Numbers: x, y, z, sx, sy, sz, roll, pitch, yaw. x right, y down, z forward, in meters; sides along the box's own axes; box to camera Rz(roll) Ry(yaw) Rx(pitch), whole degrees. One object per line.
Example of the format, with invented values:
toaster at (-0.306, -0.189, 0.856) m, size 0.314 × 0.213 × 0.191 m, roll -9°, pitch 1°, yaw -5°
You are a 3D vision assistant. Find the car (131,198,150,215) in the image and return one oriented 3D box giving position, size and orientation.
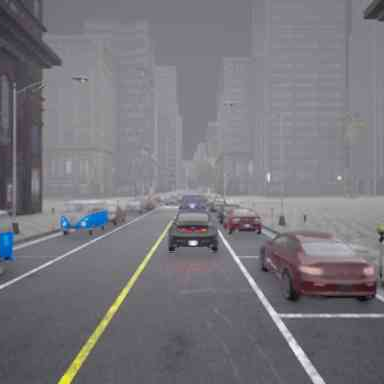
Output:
car at (-5.779, 1.570, 34.066) m, size 1.802 × 1.307 × 4.206 m, roll 0°, pitch 0°, yaw 0°

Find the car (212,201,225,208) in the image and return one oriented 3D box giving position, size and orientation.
car at (2.751, 1.558, 24.230) m, size 1.947 × 1.339 × 4.313 m, roll 0°, pitch 0°, yaw 0°

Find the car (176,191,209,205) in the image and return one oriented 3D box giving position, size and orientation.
car at (0.051, 1.214, 28.152) m, size 2.150 × 2.045 × 5.566 m, roll 0°, pitch 0°, yaw 0°

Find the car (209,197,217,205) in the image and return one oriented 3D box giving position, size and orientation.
car at (2.746, 1.553, 35.029) m, size 1.947 × 1.339 × 4.313 m, roll 0°, pitch 0°, yaw 0°

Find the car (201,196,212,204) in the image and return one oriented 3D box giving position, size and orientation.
car at (2.734, 1.489, 63.996) m, size 1.947 × 1.339 × 4.313 m, roll 0°, pitch 0°, yaw 0°

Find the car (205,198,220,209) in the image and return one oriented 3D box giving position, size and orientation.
car at (2.742, 1.556, 45.828) m, size 1.802 × 1.307 × 4.206 m, roll 0°, pitch 0°, yaw 0°

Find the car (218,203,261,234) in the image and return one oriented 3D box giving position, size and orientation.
car at (2.754, 1.539, 18.830) m, size 1.887 × 1.381 × 4.507 m, roll 0°, pitch 0°, yaw 0°

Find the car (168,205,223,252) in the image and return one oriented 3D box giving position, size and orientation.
car at (0.060, 1.499, 13.752) m, size 1.837 × 1.490 × 4.892 m, roll 0°, pitch 0°, yaw 0°

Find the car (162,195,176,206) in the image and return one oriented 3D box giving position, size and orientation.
car at (-3.101, 1.524, 52.122) m, size 1.994 × 1.385 × 4.181 m, roll 0°, pitch 0°, yaw 0°

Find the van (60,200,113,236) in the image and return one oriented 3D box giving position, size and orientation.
van at (-5.770, 1.335, 18.163) m, size 1.690 × 1.788 × 3.998 m, roll 0°, pitch 0°, yaw 0°

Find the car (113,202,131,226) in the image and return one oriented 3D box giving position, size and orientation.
car at (-5.773, 1.574, 23.464) m, size 1.802 × 1.307 × 4.206 m, roll 0°, pitch 0°, yaw 0°

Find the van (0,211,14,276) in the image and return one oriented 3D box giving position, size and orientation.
van at (-5.765, 1.338, 7.562) m, size 1.690 × 1.788 × 3.998 m, roll 0°, pitch 0°, yaw 0°

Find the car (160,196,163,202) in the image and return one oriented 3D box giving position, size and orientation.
car at (-7.527, 1.332, 58.071) m, size 4.403 × 1.369 × 2.008 m, roll -1°, pitch 1°, yaw -9°

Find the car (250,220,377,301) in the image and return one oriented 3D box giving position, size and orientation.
car at (2.760, 1.579, 8.032) m, size 1.802 × 1.307 × 4.206 m, roll 0°, pitch 0°, yaw 0°

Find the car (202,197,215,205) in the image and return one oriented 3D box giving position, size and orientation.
car at (2.737, 1.514, 56.630) m, size 1.947 × 1.339 × 4.313 m, roll 0°, pitch 0°, yaw 0°

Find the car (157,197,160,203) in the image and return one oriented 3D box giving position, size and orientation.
car at (-5.783, 1.416, 44.668) m, size 1.967 × 1.590 × 4.097 m, roll 0°, pitch 0°, yaw 0°

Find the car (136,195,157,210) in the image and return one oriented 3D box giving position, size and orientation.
car at (-5.781, 1.299, 39.366) m, size 2.192 × 1.841 × 5.009 m, roll 0°, pitch 0°, yaw 0°

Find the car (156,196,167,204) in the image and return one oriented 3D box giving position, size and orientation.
car at (-5.792, 1.505, 63.997) m, size 1.802 × 1.307 × 4.206 m, roll 0°, pitch 0°, yaw 0°
